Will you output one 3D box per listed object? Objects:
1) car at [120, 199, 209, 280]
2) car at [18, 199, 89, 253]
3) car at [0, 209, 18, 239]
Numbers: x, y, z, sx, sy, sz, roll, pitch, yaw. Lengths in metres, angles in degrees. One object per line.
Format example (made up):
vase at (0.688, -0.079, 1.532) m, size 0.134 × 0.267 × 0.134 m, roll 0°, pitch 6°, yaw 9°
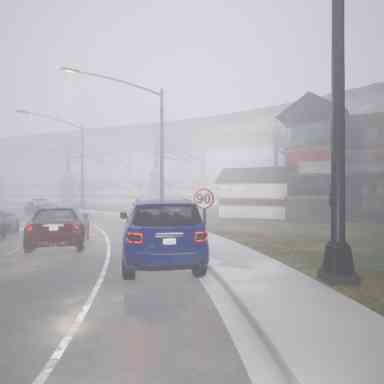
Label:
car at (-1.002, 1.220, 10.221) m, size 2.150 × 2.045 × 5.566 m, roll 0°, pitch 0°, yaw -11°
car at (-5.542, 1.352, 14.046) m, size 2.097 × 1.767 × 4.553 m, roll 0°, pitch 0°, yaw -15°
car at (-10.122, 1.564, 16.903) m, size 1.994 × 1.385 × 4.181 m, roll 0°, pitch 0°, yaw -20°
